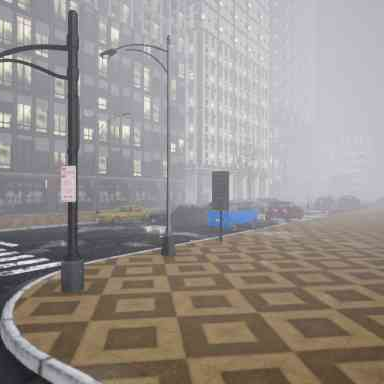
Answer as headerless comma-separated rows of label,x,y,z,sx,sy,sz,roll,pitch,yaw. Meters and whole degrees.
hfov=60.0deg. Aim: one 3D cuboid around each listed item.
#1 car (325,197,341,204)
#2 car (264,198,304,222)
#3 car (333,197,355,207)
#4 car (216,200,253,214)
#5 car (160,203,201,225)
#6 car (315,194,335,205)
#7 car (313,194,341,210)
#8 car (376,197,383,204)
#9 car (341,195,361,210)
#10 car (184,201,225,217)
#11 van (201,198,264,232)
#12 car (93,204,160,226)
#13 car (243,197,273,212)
car,28.416,1.624,67.001,2.008,1.369,4.403,0,0,38
car,7.534,1.472,26.910,1.967,1.590,4.097,0,0,38
car,23.956,1.552,52.312,2.128,1.511,4.902,0,0,37
car,4.678,1.571,36.125,1.887,1.381,4.507,0,0,38
car,-1.005,1.568,24.692,2.033,1.411,5.357,0,0,37
car,25.025,1.380,62.591,2.192,1.841,5.009,0,0,38
car,17.907,1.400,44.449,2.097,1.767,4.553,0,0,38
car,38.053,1.658,66.607,1.947,1.339,4.313,0,0,38
car,21.098,1.368,44.554,2.192,1.841,5.009,0,0,38
car,1.287,1.604,31.714,1.802,1.307,4.206,0,0,38
van,2.576,1.368,20.278,1.690,1.788,3.998,0,0,38
car,-4.816,1.540,23.987,1.752,1.417,4.829,0,0,38
car,8.069,1.471,40.536,1.967,1.590,4.097,0,0,38
